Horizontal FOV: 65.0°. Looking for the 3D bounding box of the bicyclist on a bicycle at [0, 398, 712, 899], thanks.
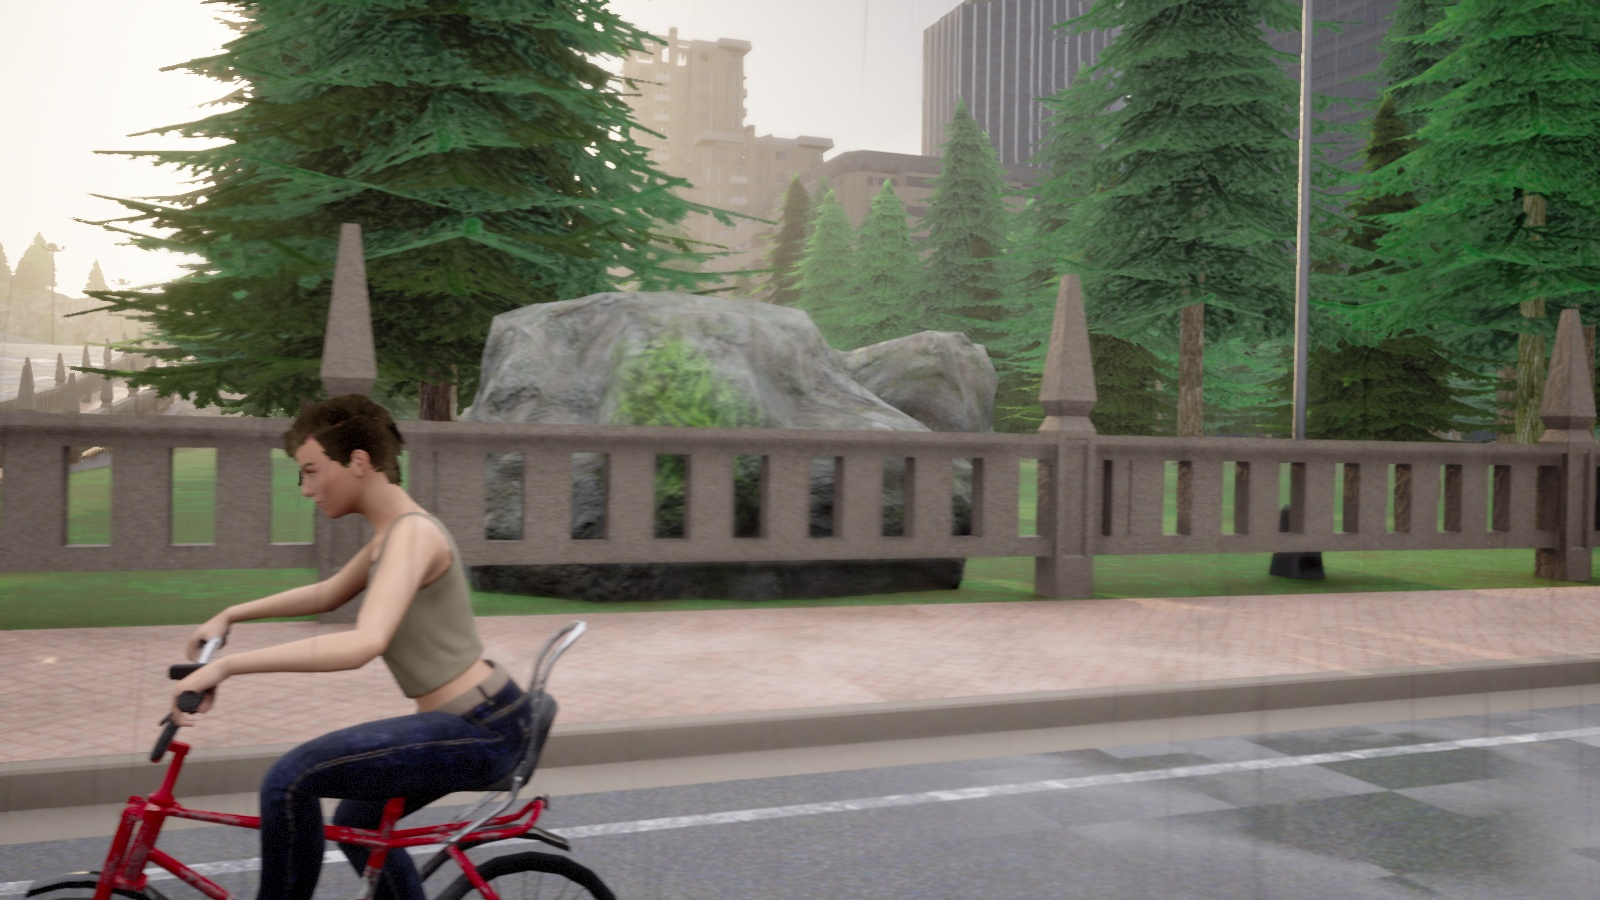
[{"bbox_3d":[-1.049,0.703,2.835,1.509,1.612,0.866,-1,1,-20],"label":"bicyclist on a bicycle"}]
